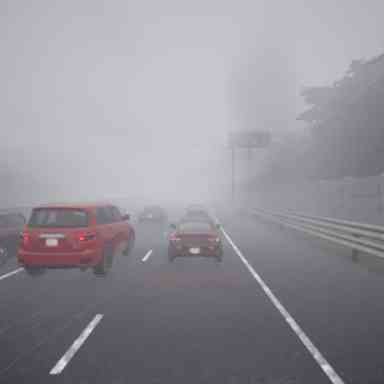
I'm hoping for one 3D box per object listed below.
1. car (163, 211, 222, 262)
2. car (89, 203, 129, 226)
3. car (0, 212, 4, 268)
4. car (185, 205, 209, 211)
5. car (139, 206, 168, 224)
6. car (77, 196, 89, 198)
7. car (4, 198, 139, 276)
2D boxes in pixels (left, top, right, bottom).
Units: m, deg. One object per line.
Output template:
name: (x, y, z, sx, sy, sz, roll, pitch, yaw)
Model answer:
car: (0.145, 1.666, 12.677, 1.812, 1.442, 4.674, 0, 0, 1)
car: (-6.600, 1.739, 26.943, 1.837, 1.490, 4.892, 0, 0, 2)
car: (-6.870, 1.481, 11.935, 2.097, 1.767, 4.553, 0, -1, 1)
car: (0.423, 1.762, 27.479, 1.812, 1.442, 4.674, 0, 0, 2)
car: (-3.092, 1.800, 27.112, 1.994, 1.385, 4.181, 0, 0, 2)
car: (-19.478, 1.520, 58.937, 1.882, 1.535, 5.008, 0, 1, 3)
car: (-3.395, 1.343, 10.861, 2.150, 2.045, 5.566, 0, 0, 1)
